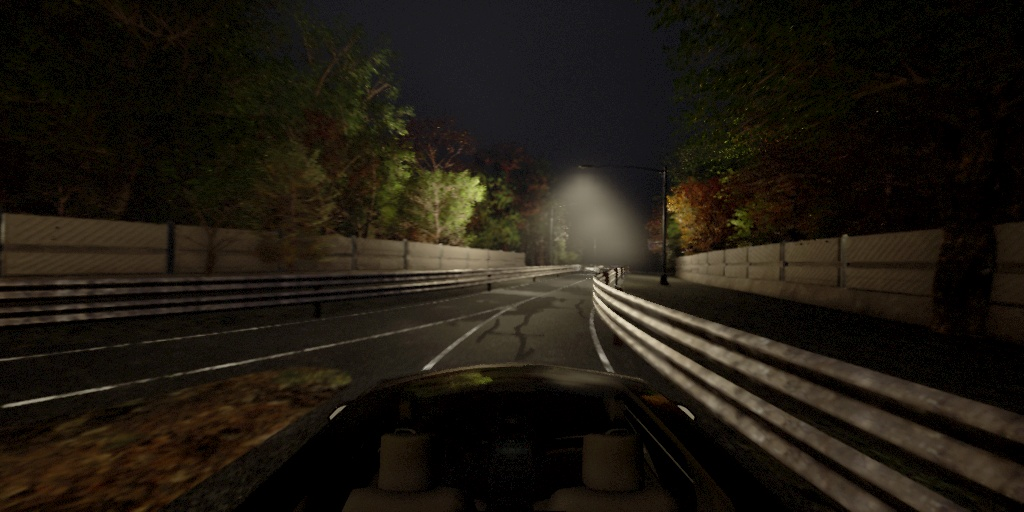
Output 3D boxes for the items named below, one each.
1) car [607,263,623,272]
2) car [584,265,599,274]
[{"bbox_3d":[16.360,2.141,57.435,2.128,1.511,4.902,1,-1,19],"label":"car"},{"bbox_3d":[12.425,2.067,56.145,1.812,1.442,4.674,1,-1,20],"label":"car"}]
